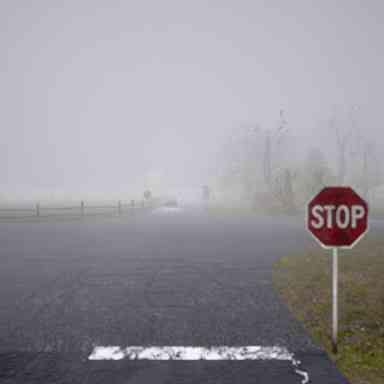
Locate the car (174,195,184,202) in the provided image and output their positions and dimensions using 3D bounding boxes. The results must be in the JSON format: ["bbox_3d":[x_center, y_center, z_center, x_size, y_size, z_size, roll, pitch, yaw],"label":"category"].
[{"bbox_3d":[-2.918,1.364,75.857,2.128,1.511,4.902,0,0,0],"label":"car"}]

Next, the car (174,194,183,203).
[{"bbox_3d":[-2.984,1.249,61.461,2.097,1.767,4.553,0,0,0],"label":"car"}]

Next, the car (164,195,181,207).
[{"bbox_3d":[-3.017,1.528,49.225,1.895,1.301,4.718,0,0,0],"label":"car"}]
